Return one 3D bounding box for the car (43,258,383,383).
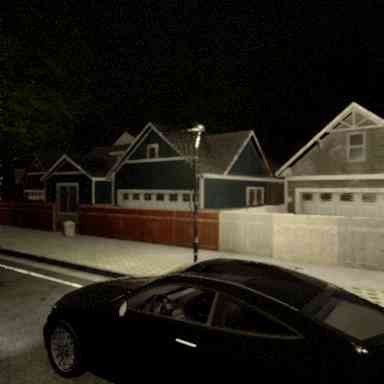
[{"bbox_3d":[0.230,1.526,3.829,4.674,1.442,1.812,0,0,36],"label":"car"}]
